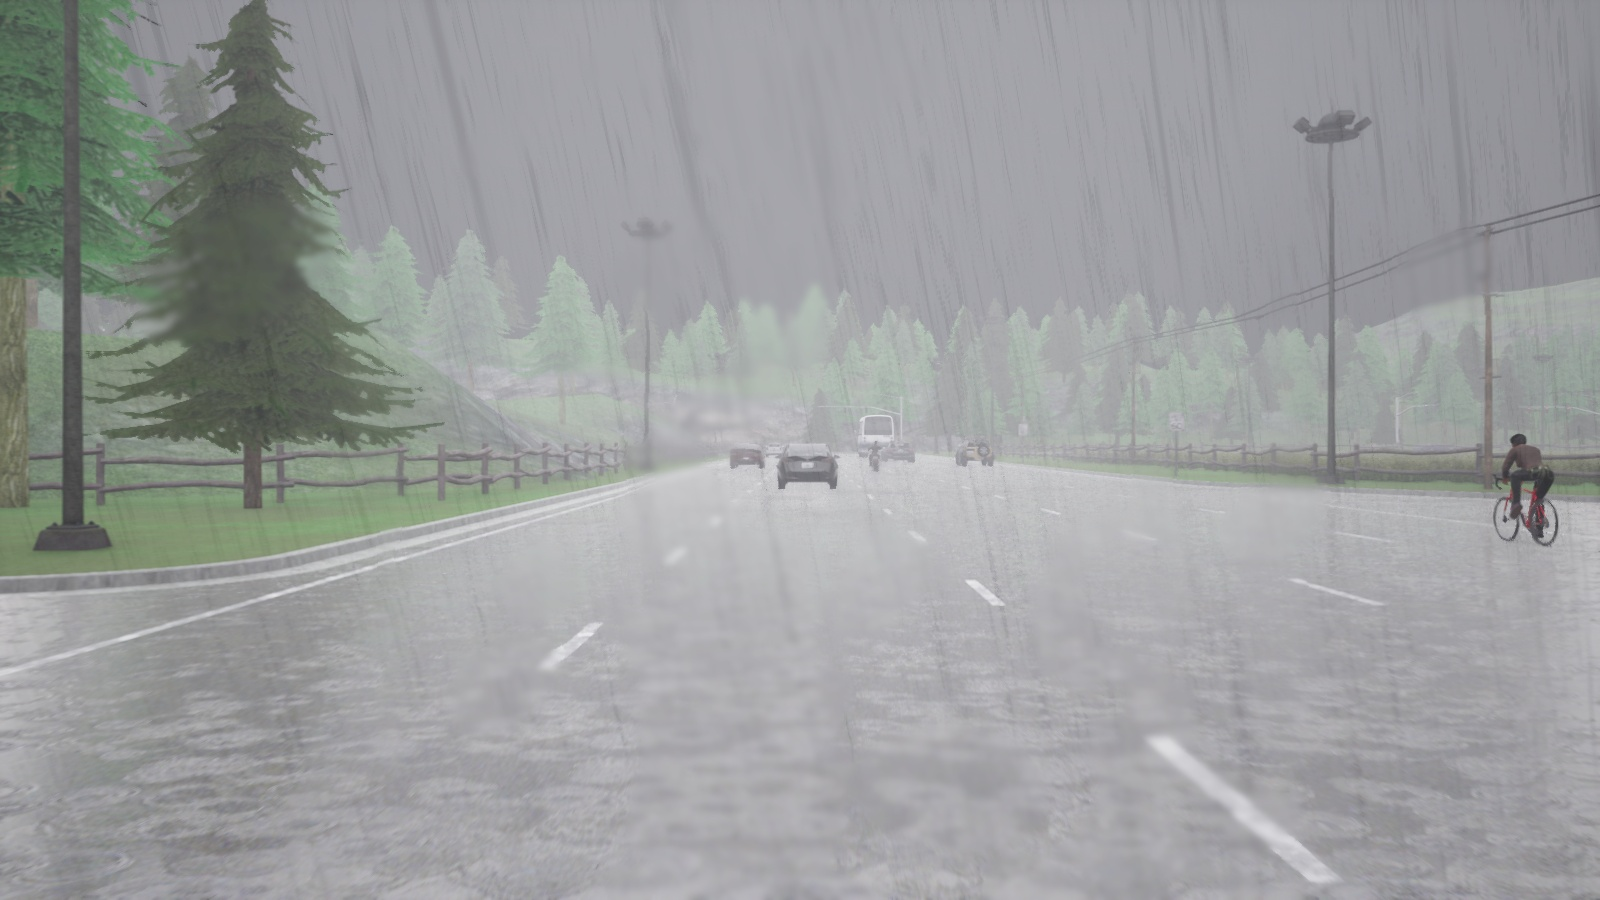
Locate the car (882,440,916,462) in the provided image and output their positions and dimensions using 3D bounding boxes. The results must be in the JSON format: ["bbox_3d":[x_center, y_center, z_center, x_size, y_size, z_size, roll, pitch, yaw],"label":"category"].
[{"bbox_3d":[7.556,0.055,96.034,2.242,1.667,4.611,0,0,0],"label":"car"}]

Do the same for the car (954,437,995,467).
[{"bbox_3d":[10.962,0.125,79.113,1.932,1.855,4.605,0,0,0],"label":"car"}]

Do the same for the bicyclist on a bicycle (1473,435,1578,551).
[{"bbox_3d":[10.620,0.604,18.445,0.582,1.620,1.656,0,0,0],"label":"bicyclist on a bicycle"}]

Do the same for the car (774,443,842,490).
[{"bbox_3d":[0.255,0.507,42.436,2.163,1.488,4.792,0,0,0],"label":"car"}]

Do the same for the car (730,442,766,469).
[{"bbox_3d":[-3.063,0.300,74.767,1.882,1.535,5.008,0,0,0],"label":"car"}]
